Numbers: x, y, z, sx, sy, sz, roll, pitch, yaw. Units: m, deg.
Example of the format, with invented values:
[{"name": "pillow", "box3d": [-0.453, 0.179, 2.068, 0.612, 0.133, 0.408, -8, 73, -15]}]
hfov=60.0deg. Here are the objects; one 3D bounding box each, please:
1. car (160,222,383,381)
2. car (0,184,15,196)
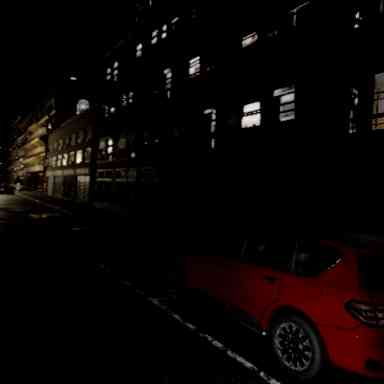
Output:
[{"name": "car", "box3d": [1.338, 1.426, 5.824, 2.192, 1.841, 5.009, 5, 0, -34]}, {"name": "car", "box3d": [-26.758, -0.298, 48.230, 1.752, 1.417, 4.829, 5, 0, -34]}]
